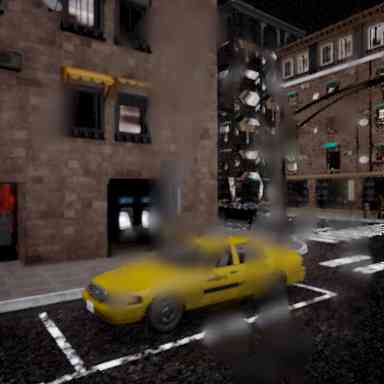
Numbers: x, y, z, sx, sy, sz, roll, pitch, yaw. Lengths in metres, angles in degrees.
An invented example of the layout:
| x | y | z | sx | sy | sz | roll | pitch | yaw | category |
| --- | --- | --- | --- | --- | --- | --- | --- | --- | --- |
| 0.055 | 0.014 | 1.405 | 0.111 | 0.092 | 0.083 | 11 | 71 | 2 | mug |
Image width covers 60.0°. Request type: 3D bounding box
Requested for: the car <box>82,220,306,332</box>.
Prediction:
| x | y | z | sx | sy | sz | roll | pitch | yaw | category |
| --- | --- | --- | --- | --- | --- | --- | --- | --- | --- |
| 0.313 | 1.530 | 6.791 | 4.829 | 1.417 | 1.752 | 0 | 0 | -36 | car |

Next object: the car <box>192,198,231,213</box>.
| x | y | z | sx | sy | sz | roll | pitch | yaw | category |
| --- | --- | --- | --- | --- | --- | --- | --- | --- | --- |
| 2.082 | 1.480 | 36.998 | 1.752 | 1.417 | 4.829 | 0 | 0 | -36 | car |

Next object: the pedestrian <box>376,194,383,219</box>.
| x | y | z | sx | sy | sz | roll | pitch | yaw | category |
| --- | --- | --- | --- | --- | --- | --- | --- | --- | --- |
| 14.234 | 1.104 | 25.244 | 0.375 | 1.860 | 0.375 | 0 | 0 | -36 | pedestrian |

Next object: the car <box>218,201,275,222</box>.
| x | y | z | sx | sy | sz | roll | pitch | yaw | category |
| --- | --- | --- | --- | --- | --- | --- | --- | --- | --- |
| 3.898 | 1.496 | 24.624 | 2.128 | 1.511 | 4.902 | 0 | 0 | -36 | car |
